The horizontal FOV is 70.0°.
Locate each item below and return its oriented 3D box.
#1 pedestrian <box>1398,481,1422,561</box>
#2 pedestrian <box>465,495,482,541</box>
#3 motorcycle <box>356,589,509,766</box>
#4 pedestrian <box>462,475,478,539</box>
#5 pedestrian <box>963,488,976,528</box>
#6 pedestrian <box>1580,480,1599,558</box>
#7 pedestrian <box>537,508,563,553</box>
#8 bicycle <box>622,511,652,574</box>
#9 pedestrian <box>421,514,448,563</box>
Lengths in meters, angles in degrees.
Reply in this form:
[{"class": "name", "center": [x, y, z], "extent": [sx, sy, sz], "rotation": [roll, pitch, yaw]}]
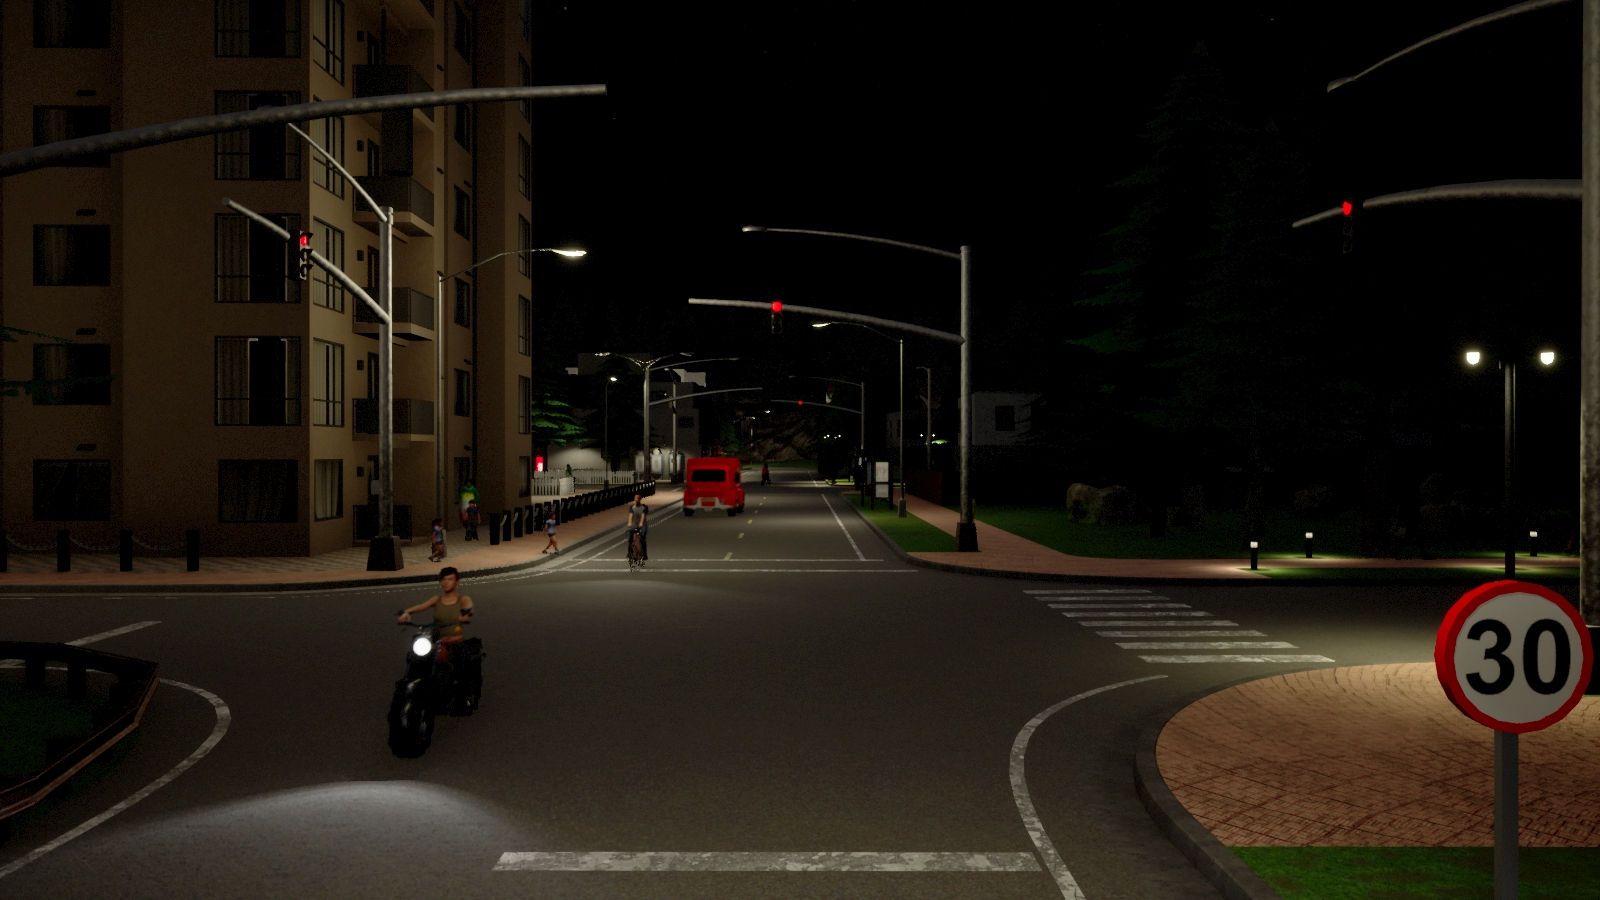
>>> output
[{"class": "pedestrian", "center": [14.384, 1.665, 26.952], "extent": [0.375, 1.860, 0.375], "rotation": [0, 0, 1]}, {"class": "pedestrian", "center": [-9.427, 1.956, 32.966], "extent": [0.375, 1.300, 0.375], "rotation": [0, 0, 3]}, {"class": "motorcycle", "center": [-3.545, 2.153, 11.261], "extent": [0.764, 1.277, 2.356], "rotation": [0, 0, 0]}, {"class": "pedestrian", "center": [-9.712, 1.677, 33.654], "extent": [0.375, 1.860, 0.375], "rotation": [0, 0, 1]}, {"class": "pedestrian", "center": [5.731, 1.956, 38.571], "extent": [0.375, 1.300, 0.375], "rotation": [0, 0, -1]}, {"class": "pedestrian", "center": [19.132, 1.663, 27.566], "extent": [0.375, 1.860, 0.375], "rotation": [0, 0, -4]}, {"class": "pedestrian", "center": [-6.374, 2.056, 29.141], "extent": [0.500, 1.100, 0.500], "rotation": [0, 0, 14]}, {"class": "bicycle", "center": [-3.771, 2.127, 26.517], "extent": [0.373, 1.314, 1.643], "rotation": [0, 0, 3]}, {"class": "pedestrian", "center": [-8.540, 2.057, 26.691], "extent": [0.500, 1.100, 0.500], "rotation": [0, 0, -6]}]
